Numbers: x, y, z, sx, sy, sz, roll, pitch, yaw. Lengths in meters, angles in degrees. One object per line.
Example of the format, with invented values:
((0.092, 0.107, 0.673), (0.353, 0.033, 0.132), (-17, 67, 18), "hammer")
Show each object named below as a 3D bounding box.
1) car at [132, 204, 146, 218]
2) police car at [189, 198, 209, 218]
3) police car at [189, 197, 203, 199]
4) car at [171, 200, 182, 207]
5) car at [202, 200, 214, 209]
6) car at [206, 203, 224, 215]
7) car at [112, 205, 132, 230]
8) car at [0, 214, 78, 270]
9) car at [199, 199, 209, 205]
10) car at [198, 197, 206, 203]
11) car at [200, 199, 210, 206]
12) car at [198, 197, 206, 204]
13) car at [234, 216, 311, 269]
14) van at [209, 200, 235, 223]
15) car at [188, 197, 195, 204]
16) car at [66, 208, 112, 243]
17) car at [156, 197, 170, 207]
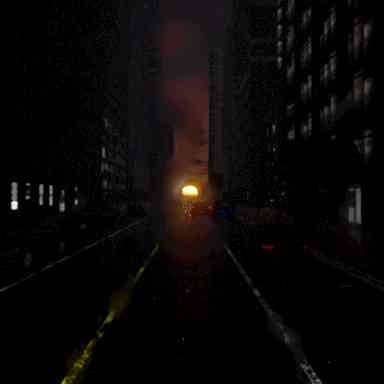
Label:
((-5.714, 1.908, 34.021), (1.802, 1.307, 4.206), (0, -1, 0), "car")
((0.876, 1.756, 34.461), (1.930, 1.638, 5.238), (0, -1, 0), "police car")
((0.868, 1.848, 44.461), (1.930, 1.638, 5.238), (0, -1, 0), "police car")
((-3.066, 2.172, 65.253), (1.994, 1.385, 4.181), (0, 0, 0), "car")
((2.651, 2.118, 56.793), (1.802, 1.307, 4.206), (0, -1, 0), "car")
((2.662, 1.961, 39.716), (1.802, 1.307, 4.206), (0, -1, 0), "car")
((-5.706, 1.772, 22.638), (2.008, 1.369, 4.403), (0, -1, 0), "car")
((-5.699, 1.666, 11.253), (2.008, 1.369, 4.403), (0, -1, 0), "car")
((2.639, 2.233, 73.870), (2.008, 1.369, 4.403), (0, 0, 0), "car")
((2.627, 2.254, 90.948), (1.967, 1.590, 4.097), (0, 0, 0), "car")
((2.643, 2.187, 68.178), (2.008, 1.369, 4.403), (0, 0, 0), "car")
((2.631, 2.211, 85.256), (1.967, 1.590, 4.097), (0, 0, 0), "car")
((2.682, 1.697, 11.257), (1.802, 1.307, 4.206), (0, -1, 0), "car")
((2.670, 1.615, 28.335), (1.690, 1.788, 3.998), (0, -1, 0), "van")
((-0.061, 2.161, 85.924), (1.837, 1.490, 4.892), (0, 0, 0), "car")
((-5.703, 1.609, 16.947), (1.967, 1.590, 4.097), (0, -1, 0), "car")
((-5.734, 2.138, 62.483), (2.008, 1.369, 4.403), (0, -1, 0), "car")
